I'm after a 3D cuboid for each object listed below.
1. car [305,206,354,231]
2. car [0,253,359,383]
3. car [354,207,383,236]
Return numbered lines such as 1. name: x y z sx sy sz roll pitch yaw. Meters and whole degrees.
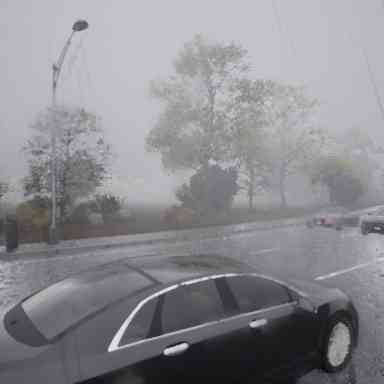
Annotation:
1. car: 8.813 1.588 20.730 4.181 1.385 1.994 0 0 -44
2. car: 0.105 1.514 3.977 4.892 1.490 1.837 0 0 -37
3. car: 10.723 1.496 17.715 5.008 1.535 1.882 0 0 -43
